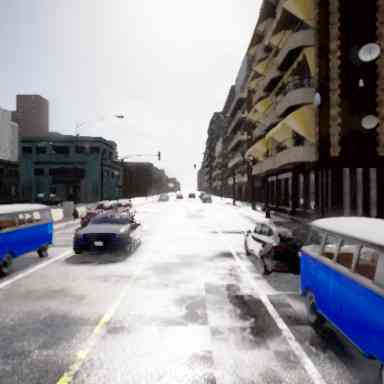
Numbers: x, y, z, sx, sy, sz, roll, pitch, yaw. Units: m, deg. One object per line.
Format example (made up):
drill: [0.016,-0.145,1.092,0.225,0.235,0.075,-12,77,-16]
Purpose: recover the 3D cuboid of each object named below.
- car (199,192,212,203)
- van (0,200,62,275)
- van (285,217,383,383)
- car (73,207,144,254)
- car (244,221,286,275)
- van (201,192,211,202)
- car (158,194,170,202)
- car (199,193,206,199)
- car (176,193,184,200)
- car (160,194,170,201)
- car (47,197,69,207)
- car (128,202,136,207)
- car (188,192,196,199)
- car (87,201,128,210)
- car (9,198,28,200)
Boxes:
car: [2.693,1.245,59.472,2.008,1.369,4.403,1,0,0]
van: [-5.646,1.295,10.013,1.690,1.788,3.998,1,0,0]
van: [2.703,1.321,4.401,1.690,1.788,3.998,1,0,0]
car: [-3.096,1.504,13.001,1.994,1.385,4.181,0,0,0]
car: [2.699,1.519,10.048,1.947,1.339,4.313,1,0,0]
van: [2.695,1.003,65.050,1.690,1.788,3.998,1,0,0]
car: [-5.688,1.244,65.015,1.802,1.307,4.206,1,0,0]
car: [2.690,1.051,87.544,1.752,1.417,4.829,1,0,0]
car: [-3.011,1.040,81.687,1.882,1.535,5.008,0,0,0]
car: [-5.688,1.174,70.595,1.887,1.381,4.507,1,0,0]
car: [-19.724,1.467,47.264,4.403,1.369,2.008,0,0,1]
car: [-5.650,1.417,26.951,1.887,1.381,4.507,1,0,0]
car: [-0.012,0.862,89.341,2.097,1.767,4.553,0,0,0]
car: [-5.648,1.340,21.305,1.967,1.590,4.097,1,0,0]
car: [-25.206,1.507,47.339,4.313,1.339,1.947,0,0,1]
